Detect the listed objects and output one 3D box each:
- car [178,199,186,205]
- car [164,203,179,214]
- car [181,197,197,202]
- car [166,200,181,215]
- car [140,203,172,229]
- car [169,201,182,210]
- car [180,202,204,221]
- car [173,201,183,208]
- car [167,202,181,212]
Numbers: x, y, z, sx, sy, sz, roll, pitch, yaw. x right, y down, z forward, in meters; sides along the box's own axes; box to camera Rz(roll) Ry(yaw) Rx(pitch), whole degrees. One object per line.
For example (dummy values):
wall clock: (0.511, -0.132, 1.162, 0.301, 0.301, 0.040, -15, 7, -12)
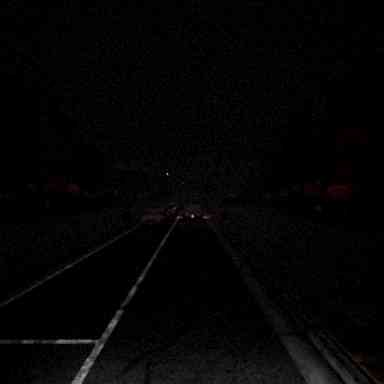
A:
car: (-2.799, 2.949, 94.345, 1.967, 1.590, 4.097, -2, -1, 0)
car: (-2.720, 2.188, 45.779, 1.802, 1.307, 4.206, -1, -1, 0)
car: (0.031, 1.900, 42.300, 2.097, 1.767, 4.553, 0, -1, -1)
car: (-2.718, 1.957, 40.339, 1.967, 1.590, 4.097, -2, -1, 0)
car: (-2.690, 1.799, 23.828, 1.752, 1.417, 4.829, -1, -1, 0)
car: (-2.740, 2.343, 56.678, 2.008, 1.369, 4.403, -2, -1, 0)
car: (0.057, 1.903, 31.209, 1.812, 1.442, 4.674, 0, -1, 0)
car: (-2.755, 2.571, 67.570, 1.802, 1.307, 4.206, -2, -1, 0)
car: (-2.731, 2.249, 51.230, 2.008, 1.369, 4.403, -2, -1, 0)
